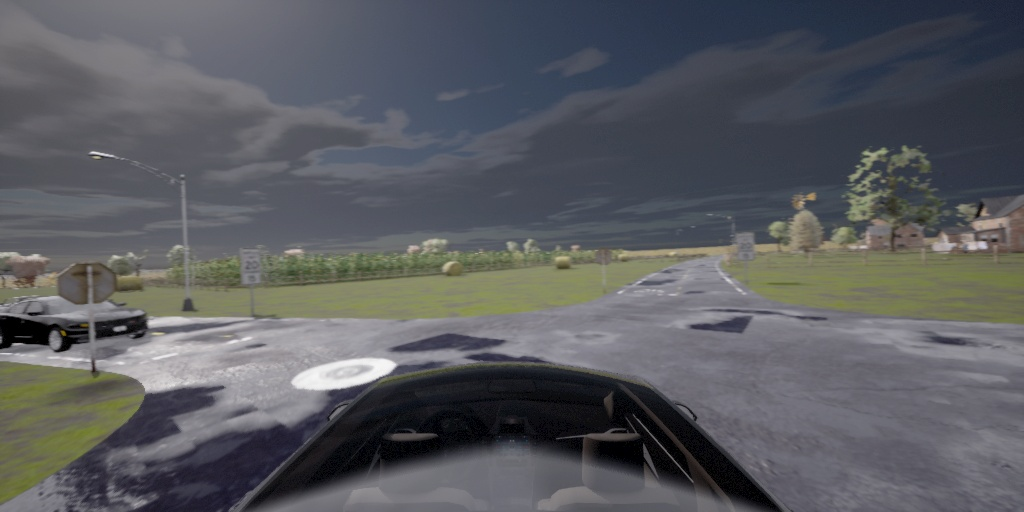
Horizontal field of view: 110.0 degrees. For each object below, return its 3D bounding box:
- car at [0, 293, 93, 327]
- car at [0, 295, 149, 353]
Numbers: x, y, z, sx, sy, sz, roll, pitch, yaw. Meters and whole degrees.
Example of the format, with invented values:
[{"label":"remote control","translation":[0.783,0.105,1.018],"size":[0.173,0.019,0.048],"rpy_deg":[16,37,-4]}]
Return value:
[{"label":"car","translation":[-22.864,2.548,17.126],"size":[4.718,1.301,1.895],"rpy_deg":[-3,0,16]},{"label":"car","translation":[-13.864,1.973,11.251],"size":[5.008,1.535,1.882],"rpy_deg":[-3,0,18]}]
